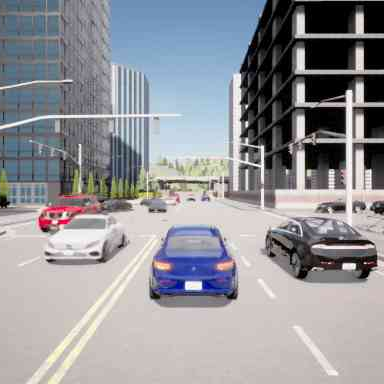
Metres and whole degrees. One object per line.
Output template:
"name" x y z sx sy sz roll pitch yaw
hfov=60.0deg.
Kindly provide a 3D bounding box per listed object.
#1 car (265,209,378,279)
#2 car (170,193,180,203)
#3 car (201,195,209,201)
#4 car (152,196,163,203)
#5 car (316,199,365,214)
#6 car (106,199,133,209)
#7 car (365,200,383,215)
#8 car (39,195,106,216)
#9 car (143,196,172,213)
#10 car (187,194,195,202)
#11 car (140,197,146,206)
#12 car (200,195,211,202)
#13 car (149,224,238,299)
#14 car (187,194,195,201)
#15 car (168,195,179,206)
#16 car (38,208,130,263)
"car" 3.560 1.492 10.038 2.128 1.511 4.902 0 0 -1
"car" -3.634 1.221 69.241 2.150 2.045 5.566 0 0 0
"car" 3.332 1.483 86.991 1.837 1.490 4.892 0 0 0
"car" -7.134 1.601 69.075 1.895 1.301 4.718 0 0 0
"car" 15.516 1.436 34.631 4.902 1.511 2.128 0 0 0
"car" -8.811 1.532 38.026 2.033 1.411 5.357 0 -1 23
"car" 19.762 1.166 31.142 5.566 2.045 2.150 0 0 0
"car" -7.140 1.202 20.089 2.150 2.045 5.566 0 0 0
"car" -3.669 1.509 36.338 2.033 1.411 5.357 0 0 -1
"car" -0.152 1.593 78.251 1.895 1.301 4.718 0 0 0
"car" -7.194 1.564 54.468 1.994 1.385 4.181 0 0 0
"car" 3.349 1.522 77.916 1.812 1.442 4.674 0 0 0
"car" 0.044 1.526 8.314 1.812 1.442 4.674 0 0 0
"car" -0.168 1.339 86.954 2.097 1.767 4.553 0 0 0
"car" -3.697 1.601 55.459 1.895 1.301 4.718 0 0 0
"car" -3.623 1.526 12.071 1.812 1.442 4.674 0 0 0
